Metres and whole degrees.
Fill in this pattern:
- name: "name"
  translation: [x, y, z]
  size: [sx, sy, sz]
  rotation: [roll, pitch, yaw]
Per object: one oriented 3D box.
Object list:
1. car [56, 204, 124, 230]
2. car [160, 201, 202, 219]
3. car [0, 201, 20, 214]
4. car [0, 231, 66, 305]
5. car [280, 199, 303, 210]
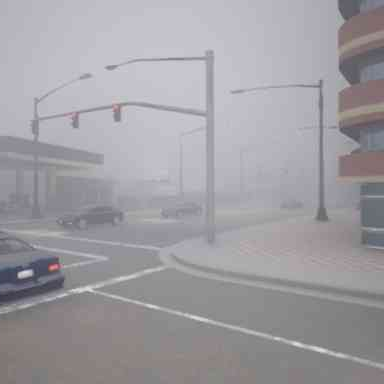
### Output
- name: "car"
  translation: [-6.823, 1.631, 22.687]
  size: [1.837, 1.490, 4.892]
  rotation: [0, 0, 34]
- name: "car"
  translation: [-0.943, 1.632, 31.218]
  size: [1.837, 1.490, 4.892]
  rotation: [0, 0, 35]
- name: "car"
  translation: [-21.466, 1.723, 38.165]
  size: [3.806, 1.475, 1.970]
  rotation: [0, 0, 36]
- name: "car"
  translation: [-5.169, 1.605, 7.690]
  size: [5.357, 1.411, 2.033]
  rotation: [-1, 0, 35]
- name: "car"
  translation: [13.824, 1.652, 46.132]
  size: [2.033, 1.411, 5.357]
  rotation: [0, 0, 35]
